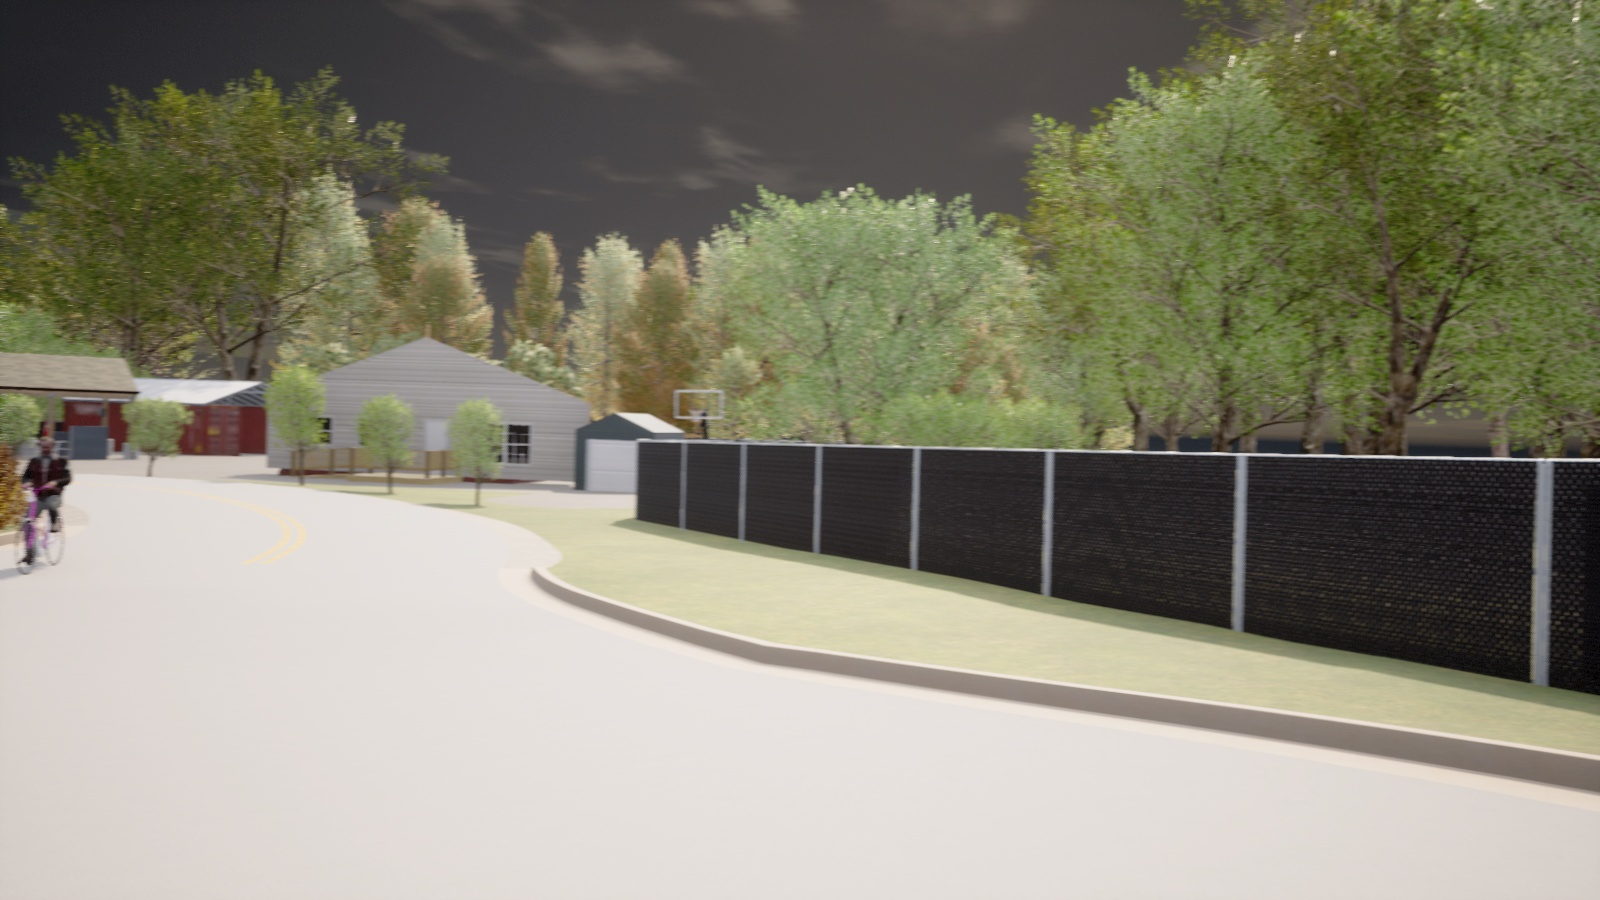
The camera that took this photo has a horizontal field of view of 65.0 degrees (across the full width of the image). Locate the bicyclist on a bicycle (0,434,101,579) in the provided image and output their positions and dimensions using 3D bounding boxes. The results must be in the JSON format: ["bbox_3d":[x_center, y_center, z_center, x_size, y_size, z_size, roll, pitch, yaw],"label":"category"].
[{"bbox_3d":[-9.755,0.686,16.354,0.659,1.776,1.843,1,1,-14],"label":"bicyclist on a bicycle"}]
